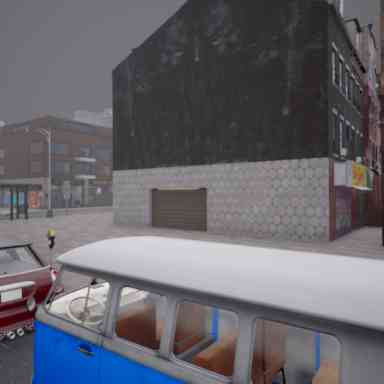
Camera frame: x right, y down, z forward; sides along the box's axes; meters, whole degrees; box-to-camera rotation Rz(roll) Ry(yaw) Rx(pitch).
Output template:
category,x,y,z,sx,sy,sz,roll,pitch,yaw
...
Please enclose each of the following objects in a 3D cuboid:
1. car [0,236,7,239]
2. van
category,x,y,z,sx,sy,sz,roll,pitch,yaw
car,-4.043,1.437,5.659,4.097,1.590,1.967,0,0,35
van,0.403,1.340,2.527,3.998,1.788,1.690,0,0,35
